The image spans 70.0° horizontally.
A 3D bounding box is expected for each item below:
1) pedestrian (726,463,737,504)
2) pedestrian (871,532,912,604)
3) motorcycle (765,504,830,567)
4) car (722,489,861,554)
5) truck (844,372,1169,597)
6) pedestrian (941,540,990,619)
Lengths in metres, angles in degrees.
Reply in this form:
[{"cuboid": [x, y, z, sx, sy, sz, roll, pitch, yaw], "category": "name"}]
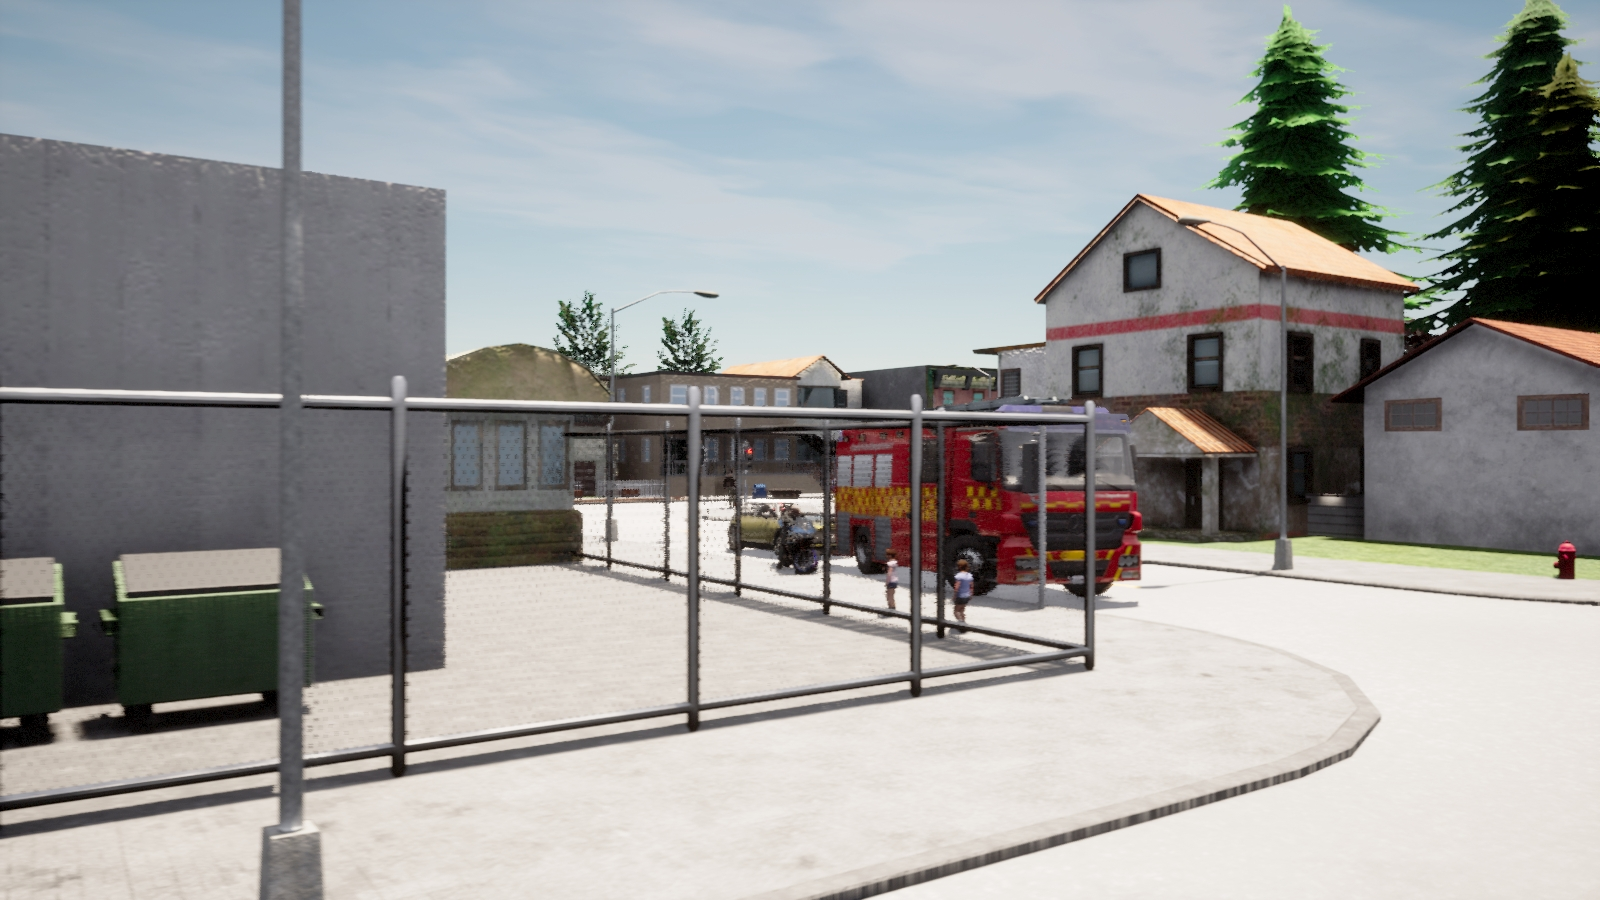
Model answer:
[{"cuboid": [-3.155, 1.537, 52.648, 0.375, 1.860, 0.375, 0, 0, 18], "category": "pedestrian"}, {"cuboid": [1.488, 1.904, 18.544, 0.500, 1.100, 0.500, 0, 0, 30], "category": "pedestrian"}, {"cuboid": [-0.086, 1.883, 25.632, 0.867, 1.251, 2.209, 0, 0, -17], "category": "motorcycle"}, {"cuboid": [-0.293, 1.857, 30.755, 1.970, 1.475, 3.806, 0, 0, -34], "category": "car"}, {"cuboid": [3.819, 0.687, 23.936, 2.891, 3.827, 8.468, 1, -1, -19], "category": "truck"}, {"cuboid": [2.450, 1.905, 16.922, 0.500, 1.100, 0.500, 0, 0, -31], "category": "pedestrian"}]
